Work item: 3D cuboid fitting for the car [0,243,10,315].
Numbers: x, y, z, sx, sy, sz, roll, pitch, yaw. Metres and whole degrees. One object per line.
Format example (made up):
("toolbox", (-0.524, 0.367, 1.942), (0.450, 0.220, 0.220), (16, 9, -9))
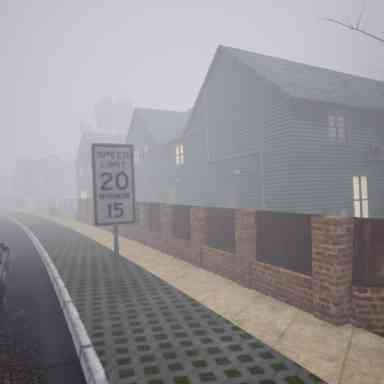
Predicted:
("car", (-4.890, 1.630, 6.957), (1.895, 1.301, 4.718), (-2, 1, -28))
